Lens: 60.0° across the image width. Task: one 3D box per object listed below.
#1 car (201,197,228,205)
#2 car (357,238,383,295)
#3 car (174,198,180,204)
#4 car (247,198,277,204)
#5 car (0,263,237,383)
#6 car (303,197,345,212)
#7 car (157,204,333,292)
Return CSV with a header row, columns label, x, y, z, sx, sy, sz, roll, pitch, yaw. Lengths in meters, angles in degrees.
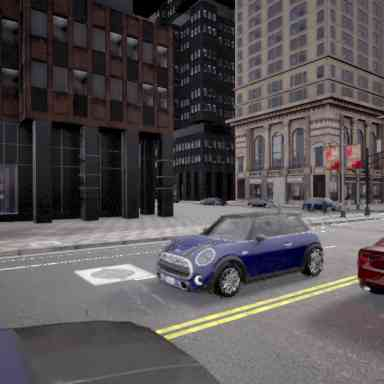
label,x,y,z,sx,sy,sz,roll,pitch,yaw
car,3.561,1.595,54.109,2.033,1.411,5.357,0,0,-35
car,5.737,1.477,7.541,5.008,1.535,1.882,0,0,-36
car,-4.462,1.614,65.573,2.033,1.411,5.357,0,0,-35
car,9.708,1.525,45.412,2.128,1.511,4.902,0,0,-35
car,-2.275,1.547,1.821,5.357,1.411,2.033,0,0,-35
car,14.988,1.376,37.949,2.097,1.767,4.553,0,0,-35
car,1.346,1.351,8.644,4.553,1.767,2.097,0,0,-36
